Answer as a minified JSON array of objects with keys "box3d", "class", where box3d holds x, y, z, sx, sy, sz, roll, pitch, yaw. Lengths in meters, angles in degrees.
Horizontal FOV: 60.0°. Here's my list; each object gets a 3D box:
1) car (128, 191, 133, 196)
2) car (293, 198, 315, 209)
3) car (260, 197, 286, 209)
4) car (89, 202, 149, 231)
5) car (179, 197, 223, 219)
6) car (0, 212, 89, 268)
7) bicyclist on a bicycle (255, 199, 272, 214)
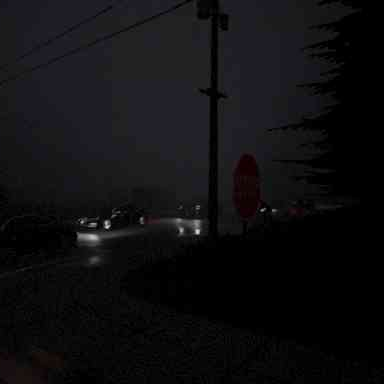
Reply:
[{"box3d":[-15.479,0.509,87.828,3.866,1.878,1.905,-1,6,-10],"class":"car"},{"box3d":[14.296,1.433,42.466,1.812,1.442,4.674,1,0,33],"class":"car"},{"box3d":[10.626,1.418,43.429,2.033,1.411,5.357,1,0,33],"class":"car"},{"box3d":[-4.602,1.385,19.946,1.837,1.490,4.892,1,0,33],"class":"car"},{"box3d":[0.823,1.229,28.336,2.097,1.767,4.553,1,0,33],"class":"car"},{"box3d":[-5.783,1.412,11.064,2.128,1.511,4.902,0,0,14],"class":"car"},{"box3d":[4.243,1.256,19.843,1.656,1.620,0.582,0,0,33],"class":"bicyclist on a bicycle"}]
